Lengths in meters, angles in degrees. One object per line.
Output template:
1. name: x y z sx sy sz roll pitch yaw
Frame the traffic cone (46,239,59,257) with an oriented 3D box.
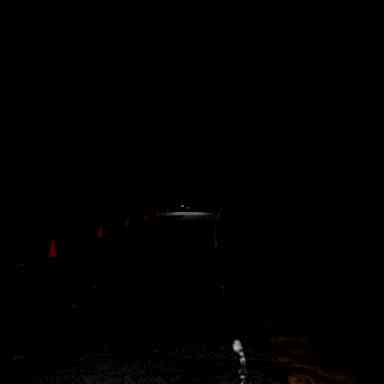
1. traffic cone: -4.830 1.927 11.529 0.340 0.580 0.340 0 0 3

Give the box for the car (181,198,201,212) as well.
1. car: -0.070 1.425 37.424 1.837 1.490 4.892 0 0 8

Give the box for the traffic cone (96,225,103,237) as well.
1. traffic cone: -4.564 1.916 16.569 0.340 0.580 0.340 0 0 4

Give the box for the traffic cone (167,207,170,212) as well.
1. traffic cone: -2.627 1.874 36.660 0.340 0.580 0.340 0 0 7
